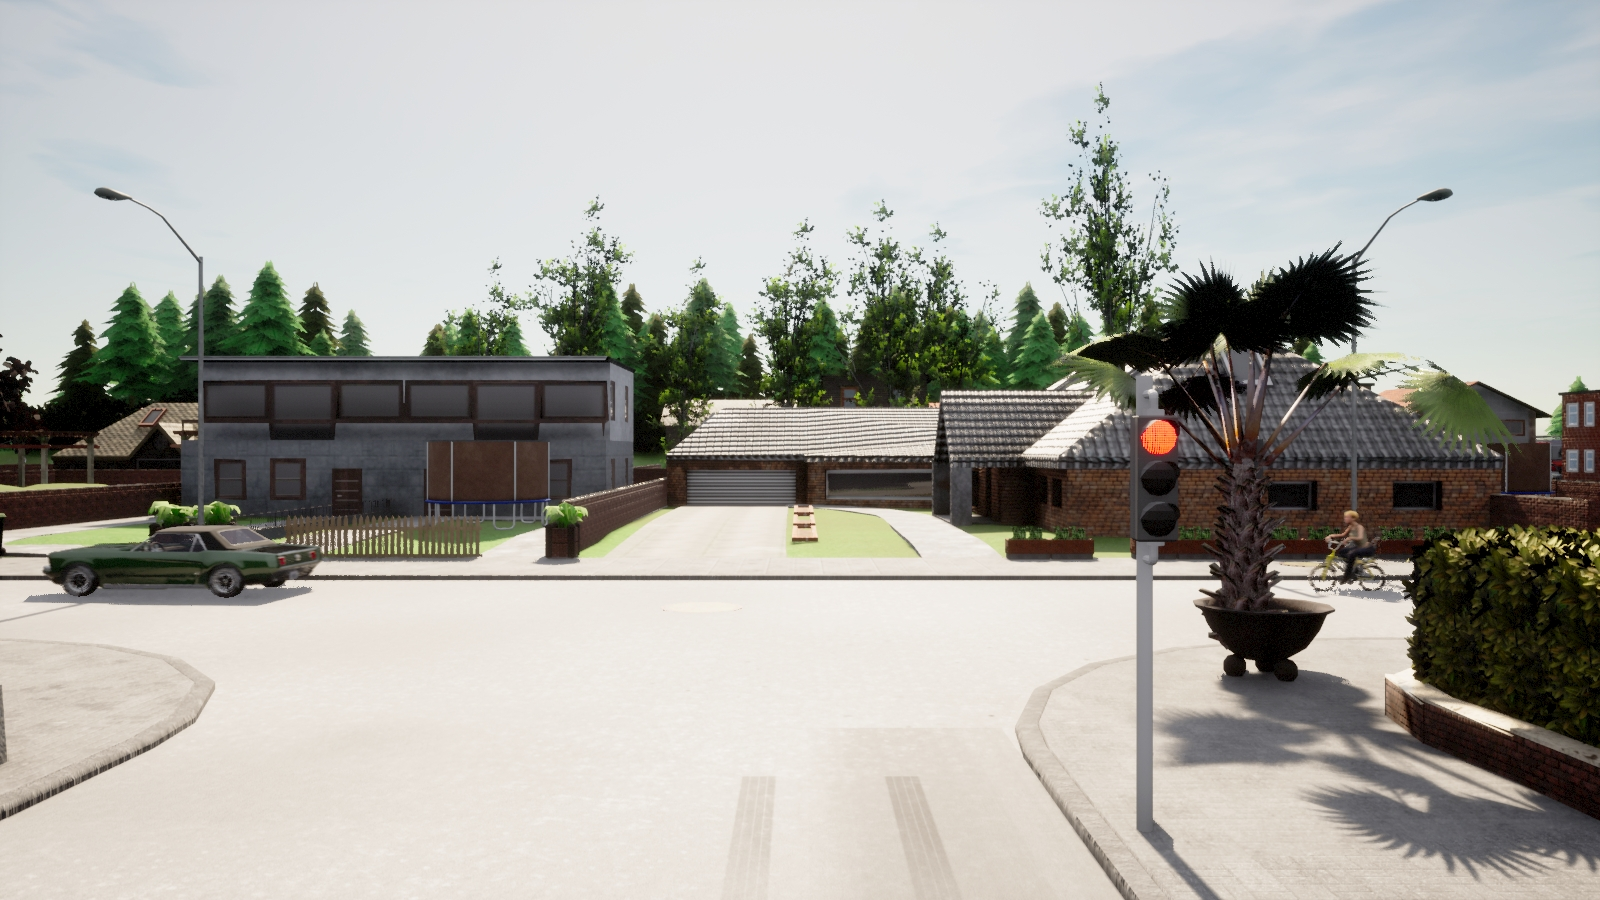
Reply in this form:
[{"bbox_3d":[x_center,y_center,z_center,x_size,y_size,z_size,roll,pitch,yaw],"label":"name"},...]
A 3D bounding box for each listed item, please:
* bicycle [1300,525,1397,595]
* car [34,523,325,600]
[{"bbox_3d":[10.757,2.149,22.442,1.487,1.276,0.859,0,0,0],"label":"bicycle"},{"bbox_3d":[-12.061,2.146,22.398,4.718,1.301,1.895,0,0,4],"label":"car"}]
